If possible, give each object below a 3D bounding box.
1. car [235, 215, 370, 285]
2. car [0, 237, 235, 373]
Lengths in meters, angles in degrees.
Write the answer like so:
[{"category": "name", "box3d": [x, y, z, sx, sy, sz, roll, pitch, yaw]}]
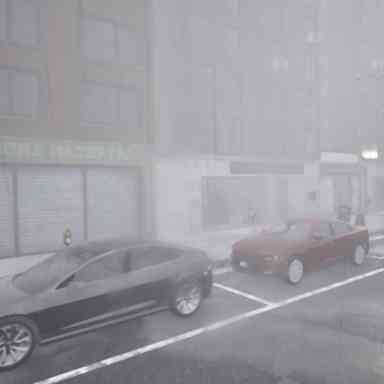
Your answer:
[{"category": "car", "box3d": [3.014, 1.364, 8.960, 4.507, 1.381, 1.887, -2, 1, -36]}, {"category": "car", "box3d": [-1.582, 1.520, 5.646, 4.313, 1.339, 1.947, -2, 1, -36]}]
